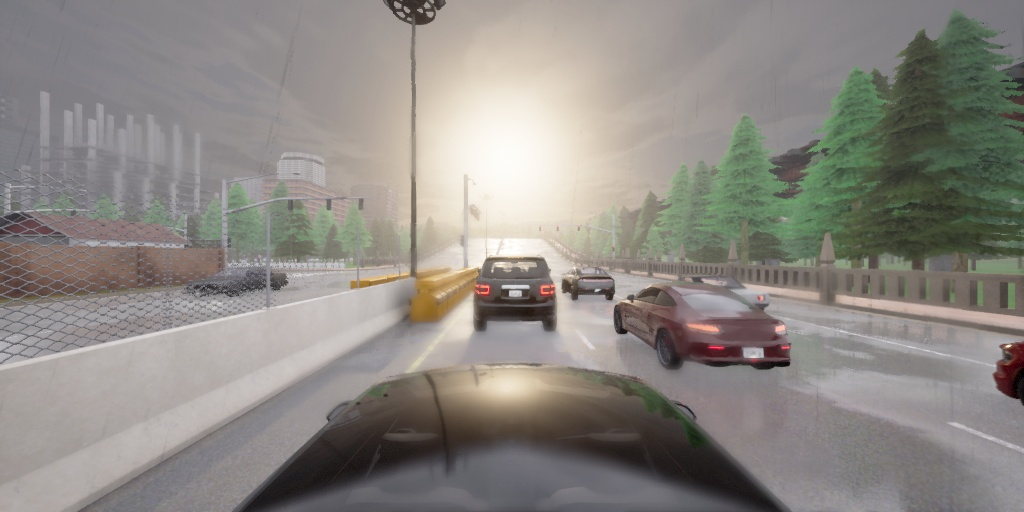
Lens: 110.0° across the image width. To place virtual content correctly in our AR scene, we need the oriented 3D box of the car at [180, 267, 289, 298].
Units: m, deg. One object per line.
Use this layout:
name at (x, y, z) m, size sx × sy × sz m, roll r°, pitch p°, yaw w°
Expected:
car at (-14.095, 1.297, 18.750) m, size 2.033 × 1.411 × 5.357 m, roll 0°, pitch 0°, yaw 0°

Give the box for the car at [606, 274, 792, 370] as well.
car at (3.592, 1.276, 7.632) m, size 1.812 × 1.442 × 4.674 m, roll 0°, pitch 0°, yaw 0°

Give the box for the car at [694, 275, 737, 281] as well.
car at (7.079, 1.351, 13.400) m, size 1.895 × 1.301 × 4.718 m, roll 0°, pitch 0°, yaw 0°

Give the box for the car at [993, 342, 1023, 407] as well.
car at (7.099, 1.228, 2.438) m, size 1.882 × 1.535 × 5.008 m, roll 0°, pitch 0°, yaw 0°

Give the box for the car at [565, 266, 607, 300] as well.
car at (3.573, 1.242, 17.453) m, size 2.128 × 1.511 × 4.902 m, roll 0°, pitch 0°, yaw 0°

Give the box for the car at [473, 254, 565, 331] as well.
car at (0.081, 0.971, 11.072) m, size 2.150 × 2.045 × 5.566 m, roll 0°, pitch 0°, yaw 0°
